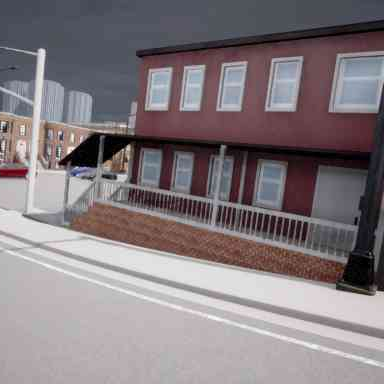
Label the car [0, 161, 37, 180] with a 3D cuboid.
[{"bbox_3d":[-17.390,-2.065,31.672,1.882,1.535,5.008,10,6,35],"label":"car"}]

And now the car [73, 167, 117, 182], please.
[{"bbox_3d":[-11.242,-2.046,40.205,2.128,1.511,4.902,10,6,35],"label":"car"}]

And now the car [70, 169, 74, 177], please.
[{"bbox_3d":[-13.696,-2.577,42.718,1.882,1.535,5.008,10,6,36],"label":"car"}]
